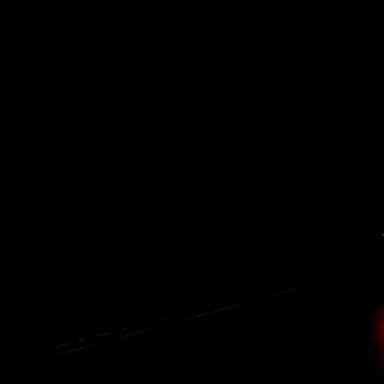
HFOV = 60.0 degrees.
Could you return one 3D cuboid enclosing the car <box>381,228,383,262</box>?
[{"bbox_3d":[7.273,1.151,8.922,5.566,2.045,2.150,0,0,-35],"label":"car"}]
